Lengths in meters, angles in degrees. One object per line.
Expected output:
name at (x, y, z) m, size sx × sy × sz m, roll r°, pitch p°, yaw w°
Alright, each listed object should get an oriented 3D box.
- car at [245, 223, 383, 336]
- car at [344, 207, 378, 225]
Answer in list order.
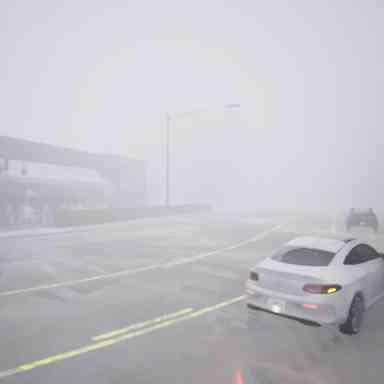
car at (2.888, 1.620, 6.941) m, size 1.812 × 1.442 × 4.674 m, roll 0°, pitch -1°, yaw 42°
car at (11.779, 1.826, 23.235) m, size 2.128 × 1.511 × 4.902 m, roll 0°, pitch -1°, yaw 24°
